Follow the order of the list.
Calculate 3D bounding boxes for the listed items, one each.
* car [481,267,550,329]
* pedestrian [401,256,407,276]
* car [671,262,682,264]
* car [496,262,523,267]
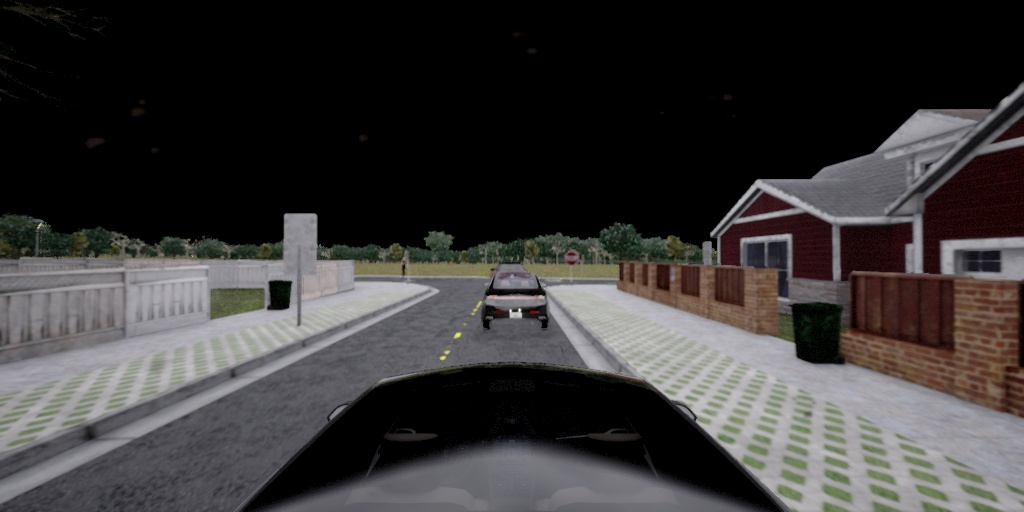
[{"bbox_3d":[0.098,1.265,11.310,2.128,1.511,4.902,0,0,0],"label":"car"},{"bbox_3d":[-9.704,0.892,32.108,0.375,1.860,0.375,0,-1,0],"label":"pedestrian"},{"bbox_3d":[12.451,1.351,29.341,4.553,1.767,2.097,1,-1,0],"label":"car"},{"bbox_3d":[-0.247,1.155,22.082,2.097,1.767,4.553,0,0,-7],"label":"car"}]
